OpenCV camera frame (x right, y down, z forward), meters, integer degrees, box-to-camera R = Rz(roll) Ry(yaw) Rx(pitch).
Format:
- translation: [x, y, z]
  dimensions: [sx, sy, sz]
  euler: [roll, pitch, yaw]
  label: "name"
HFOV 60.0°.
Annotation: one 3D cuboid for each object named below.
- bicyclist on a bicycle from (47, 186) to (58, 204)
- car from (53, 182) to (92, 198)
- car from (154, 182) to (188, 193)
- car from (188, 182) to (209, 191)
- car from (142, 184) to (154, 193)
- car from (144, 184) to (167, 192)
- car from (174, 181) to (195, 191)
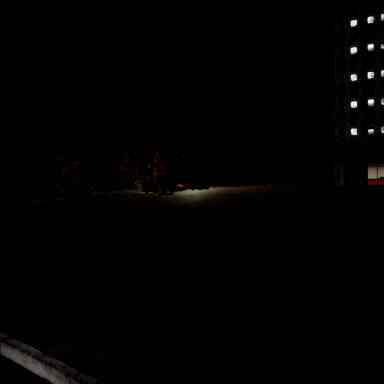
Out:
- translation: [-12.699, 0.252, 30.290]
  dimensions: [1.656, 1.620, 0.582]
  euler: [-1, 2, 33]
  label: "bicyclist on a bicycle"
- translation: [-16.158, -0.278, 45.225]
  dimensions: [2.150, 2.045, 5.566]
  euler: [0, 3, 31]
  label: "car"
- translation: [-3.281, -0.592, 53.758]
  dimensions: [2.033, 1.411, 5.357]
  euler: [0, 2, 30]
  label: "car"
- translation: [1.498, -0.965, 62.255]
  dimensions: [1.895, 1.301, 4.718]
  euler: [0, 2, 29]
  label: "car"
- translation: [-6.059, -0.584, 55.445]
  dimensions: [2.033, 1.411, 5.357]
  euler: [0, 2, 30]
  label: "car"
- translation: [-6.642, -0.769, 61.025]
  dimensions: [1.812, 1.442, 4.674]
  euler: [0, 2, 30]
  label: "car"
- translation: [-1.379, -1.200, 63.769]
  dimensions: [2.097, 1.767, 4.553]
  euler: [0, 2, 29]
  label: "car"
